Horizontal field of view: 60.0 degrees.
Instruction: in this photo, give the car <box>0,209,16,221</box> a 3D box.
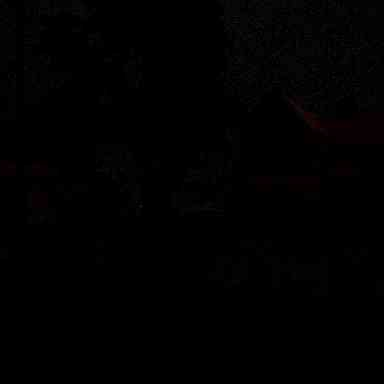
[{"bbox_3d":[-16.846,1.777,26.904,1.895,1.301,4.718,0,0,34],"label":"car"}]
